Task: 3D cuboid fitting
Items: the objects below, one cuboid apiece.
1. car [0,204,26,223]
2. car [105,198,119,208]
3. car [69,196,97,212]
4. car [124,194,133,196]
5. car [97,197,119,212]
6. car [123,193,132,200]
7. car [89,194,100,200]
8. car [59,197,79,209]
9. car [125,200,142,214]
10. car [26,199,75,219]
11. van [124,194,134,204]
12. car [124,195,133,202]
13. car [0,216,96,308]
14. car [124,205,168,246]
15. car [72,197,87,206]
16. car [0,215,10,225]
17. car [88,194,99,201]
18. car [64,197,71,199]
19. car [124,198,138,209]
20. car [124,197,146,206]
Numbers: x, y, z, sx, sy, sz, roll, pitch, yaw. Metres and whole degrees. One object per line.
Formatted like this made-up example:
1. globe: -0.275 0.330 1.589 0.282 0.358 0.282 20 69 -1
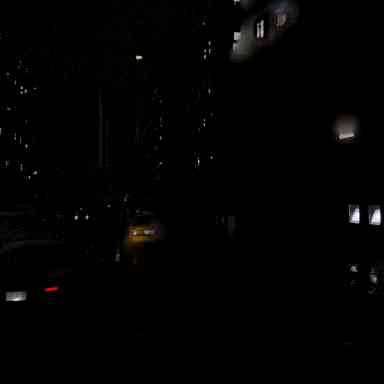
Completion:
1. car: -12.459 1.542 23.995 1.752 1.417 4.829 1 0 -12
2. car: -11.881 1.620 49.521 1.895 1.301 4.718 0 0 -11
3. car: -13.059 1.568 40.172 2.033 1.411 5.357 0 0 -11
4. car: -10.976 1.458 58.462 1.967 1.590 4.097 1 0 -12
5. car: -9.831 1.583 39.735 1.994 1.385 4.181 0 0 -11
6. car: -17.657 1.327 91.028 2.192 1.841 5.009 1 0 -12
7. car: -23.633 1.569 78.436 2.008 1.369 4.403 1 0 -12
8. car: -16.947 1.462 45.871 1.967 1.590 4.097 1 0 -12
9. car: -6.522 1.599 36.752 1.802 1.307 4.206 1 0 -12
10. car: -9.644 1.493 23.120 1.882 1.535 5.008 0 0 -11
11. van: -12.088 1.358 63.890 1.690 1.788 3.998 1 0 -12
12. car: -14.318 1.457 74.745 1.967 1.590 4.097 1 0 -12
13. car: -3.314 1.531 7.678 1.812 1.442 4.674 0 0 -12
14. car: -2.100 1.534 15.208 1.752 1.417 4.829 1 0 -12
15. car: -19.176 1.566 56.726 1.887 1.381 4.507 1 0 -12
16. car: -6.761 1.571 9.025 1.994 1.385 4.181 0 0 -13
17. car: -24.742 1.332 83.864 2.192 1.841 5.009 1 0 -12
18. car: -15.834 1.566 40.443 1.887 1.381 4.507 1 0 -12
19. car: -8.749 1.584 47.606 1.947 1.339 4.313 1 0 -12
20. car: -4.292 1.454 25.897 1.967 1.590 4.097 1 0 -12
